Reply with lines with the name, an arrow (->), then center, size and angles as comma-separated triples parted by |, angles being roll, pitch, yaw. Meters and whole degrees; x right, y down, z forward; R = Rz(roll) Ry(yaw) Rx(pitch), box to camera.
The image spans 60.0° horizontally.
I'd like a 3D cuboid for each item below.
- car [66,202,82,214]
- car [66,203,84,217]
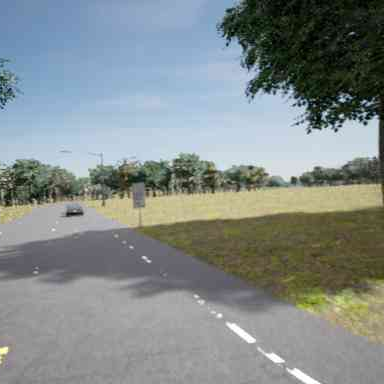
car -> -17.210, 2.323, 48.283 | 2.033, 1.411, 5.357 | -3, 0, -20
car -> -14.525, 2.258, 41.197 | 1.994, 1.385, 4.181 | -3, 0, -20
